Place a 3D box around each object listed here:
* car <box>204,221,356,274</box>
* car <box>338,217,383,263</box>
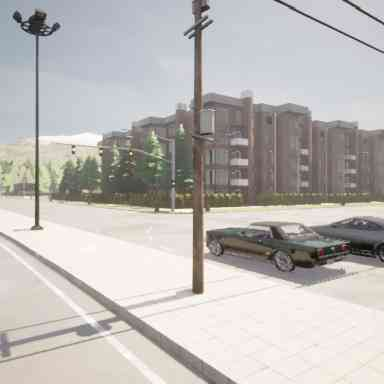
[{"bbox_3d":[2.426,1.601,10.767,1.895,1.301,4.718,0,0,-36],"label":"car"},{"bbox_3d":[5.958,1.564,11.869,1.994,1.385,4.181,0,0,-36],"label":"car"}]
